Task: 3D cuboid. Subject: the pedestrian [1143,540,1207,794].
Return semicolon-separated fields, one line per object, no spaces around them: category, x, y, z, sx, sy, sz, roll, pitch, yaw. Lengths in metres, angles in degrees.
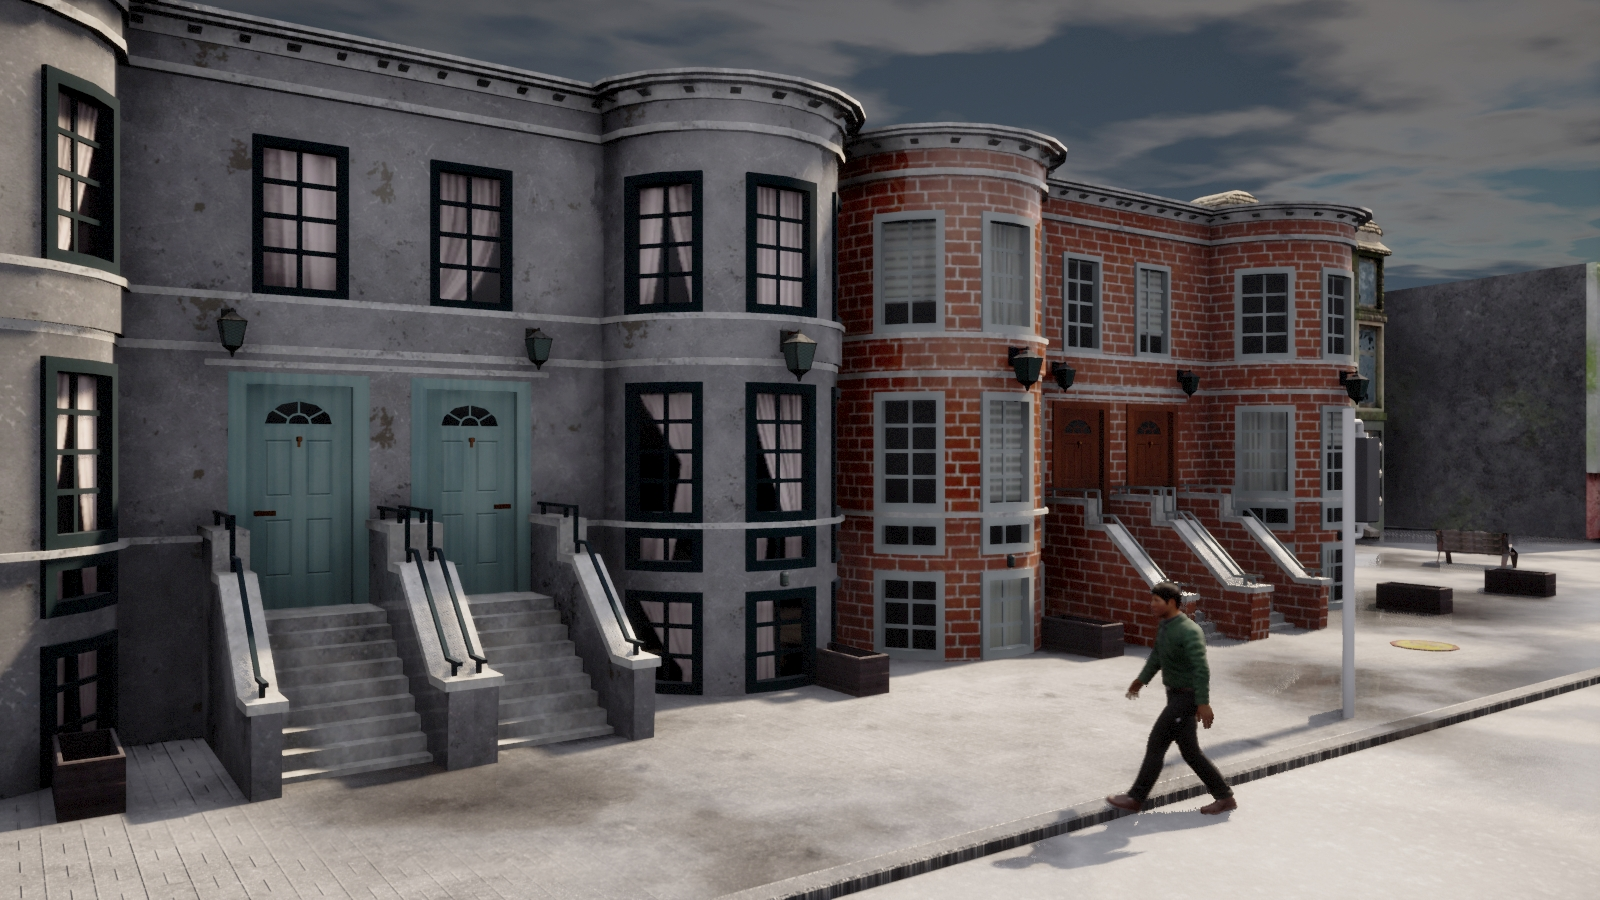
pedestrian;2.846;1.629;8.697;0.375;1.860;0.375;0;0;2
